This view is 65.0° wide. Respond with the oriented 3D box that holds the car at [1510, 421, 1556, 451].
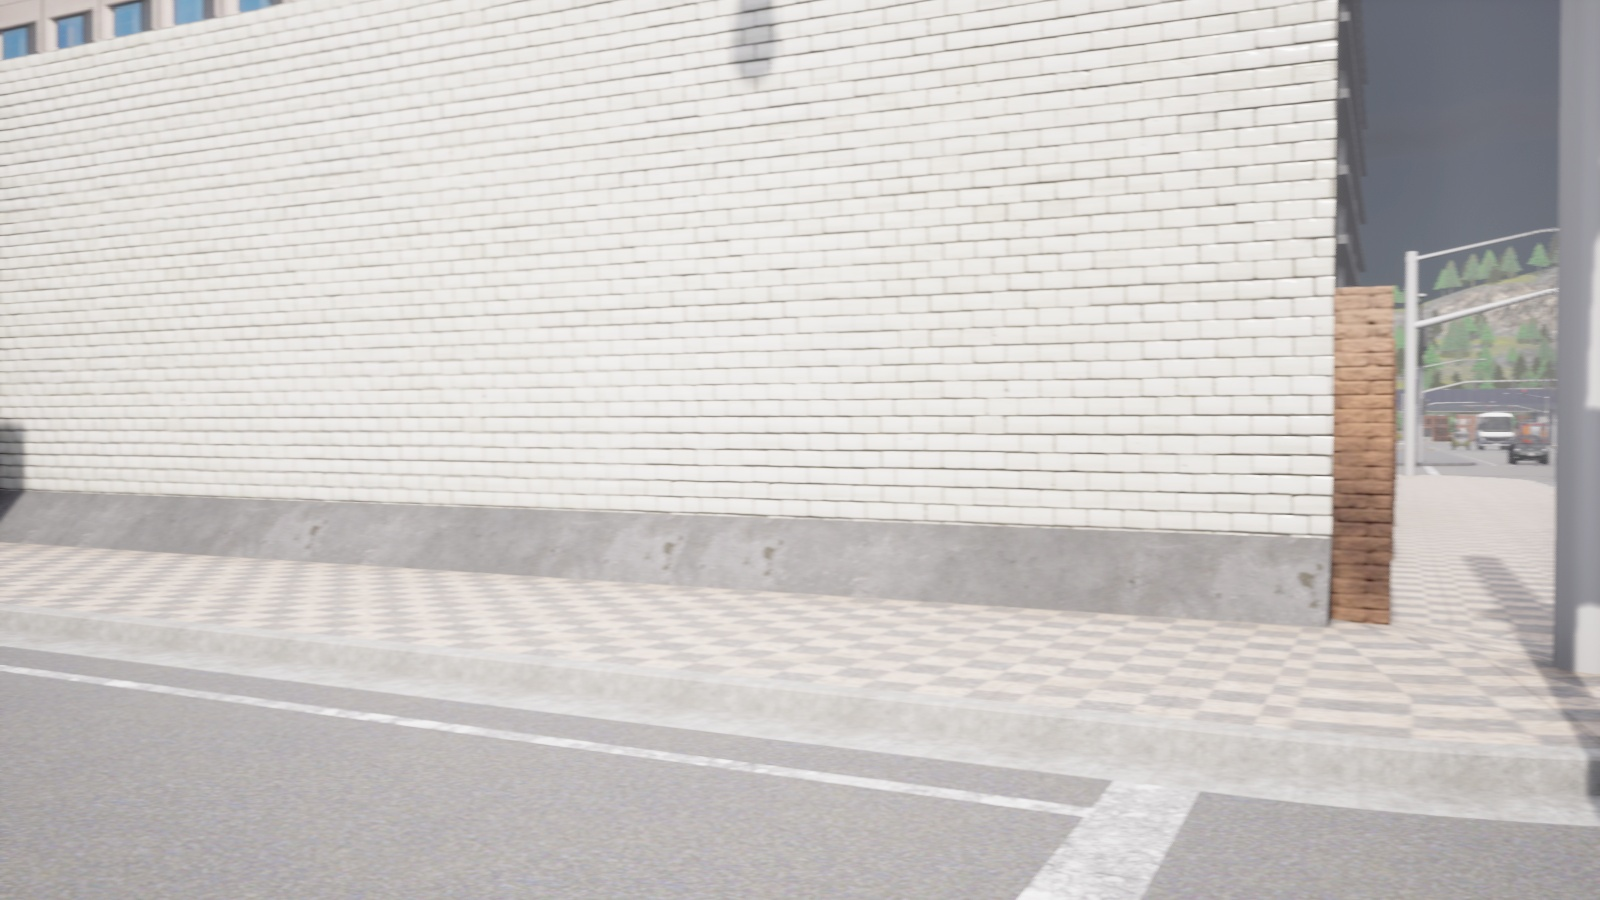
[{"bbox_3d":[40.286,-0.778,69.101,1.851,1.617,3.988,0,1,25],"label":"car"}]
